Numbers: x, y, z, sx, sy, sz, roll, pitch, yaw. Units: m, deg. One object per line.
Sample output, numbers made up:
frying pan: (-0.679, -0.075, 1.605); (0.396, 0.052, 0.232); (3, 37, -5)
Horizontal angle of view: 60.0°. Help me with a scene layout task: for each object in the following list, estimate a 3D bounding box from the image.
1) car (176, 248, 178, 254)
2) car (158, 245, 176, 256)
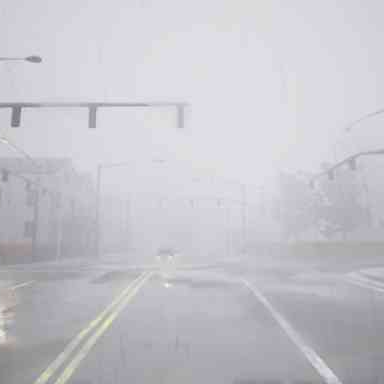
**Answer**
car: (-3.545, 10.779, 61.554); (1.994, 1.385, 4.181); (0, -10, 1)
car: (-3.592, 8.011, 45.788); (1.882, 1.535, 5.008); (0, -9, 0)
